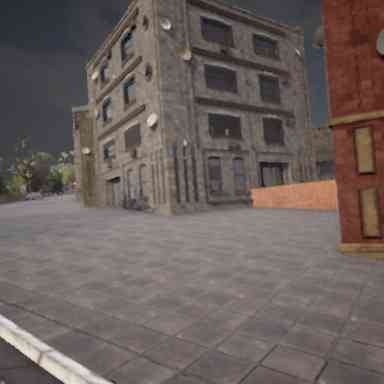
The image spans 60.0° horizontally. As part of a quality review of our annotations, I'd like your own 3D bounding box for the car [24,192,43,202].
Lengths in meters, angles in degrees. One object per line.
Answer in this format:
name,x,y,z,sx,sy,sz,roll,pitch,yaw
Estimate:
car,-29.017,0.853,60.969,1.837,1.490,4.892,-4,3,-1
